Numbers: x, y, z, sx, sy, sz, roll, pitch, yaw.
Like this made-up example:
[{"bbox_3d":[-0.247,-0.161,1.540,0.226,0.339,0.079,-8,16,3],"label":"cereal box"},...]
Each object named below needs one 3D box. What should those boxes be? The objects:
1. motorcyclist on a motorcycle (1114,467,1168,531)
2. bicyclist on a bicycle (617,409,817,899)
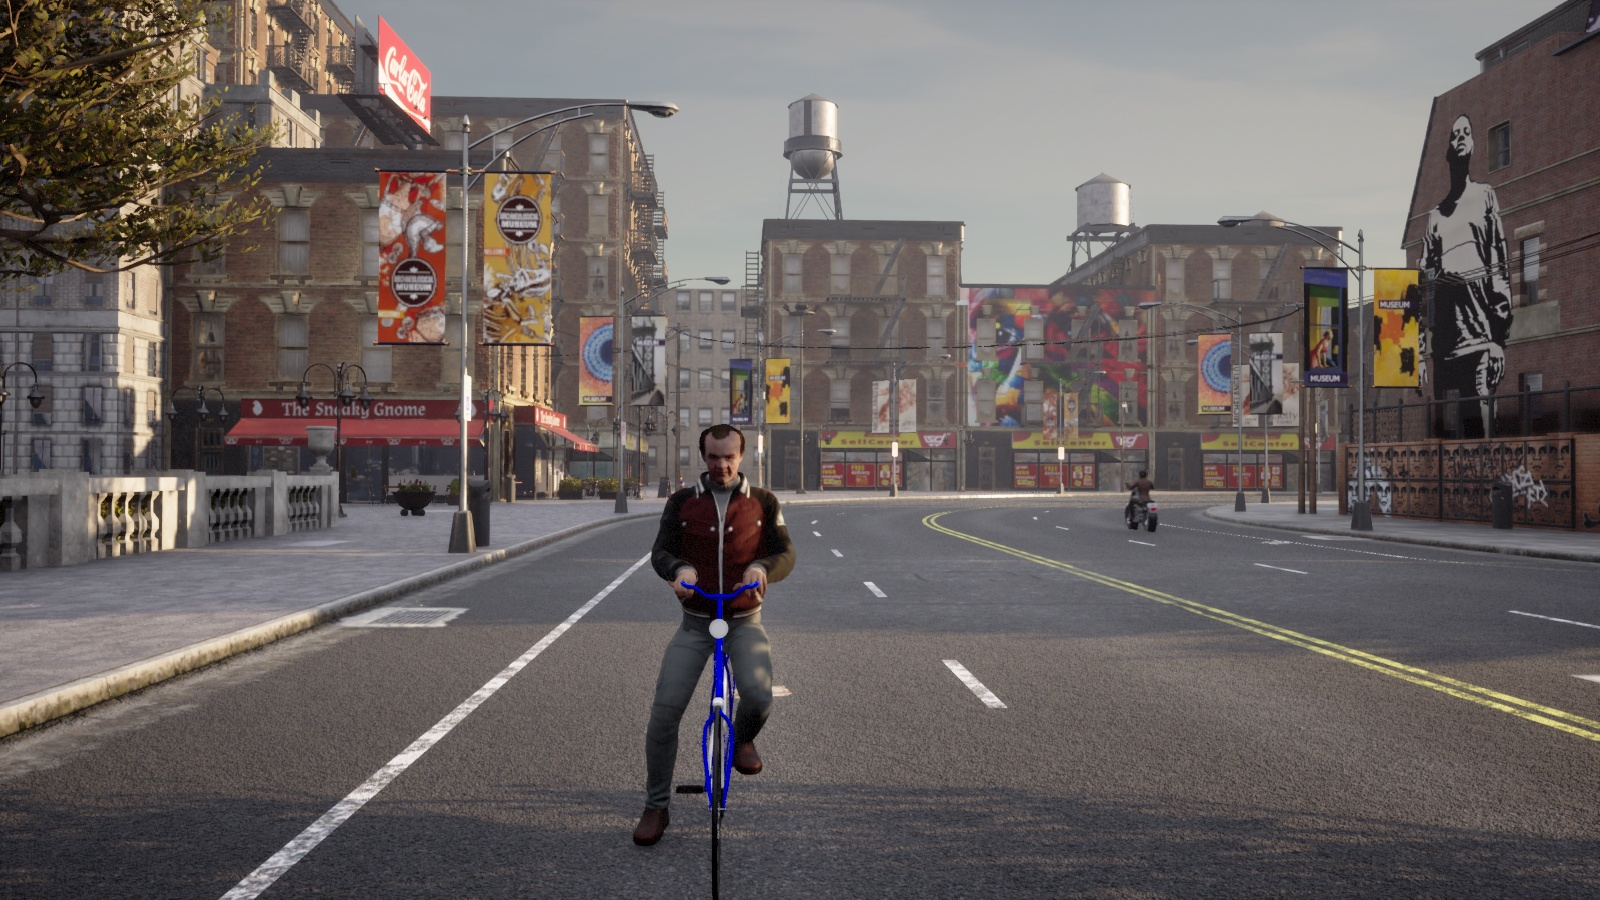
[{"bbox_3d":[9.131,1.293,33.715,0.766,1.649,2.350,0,-1,-1],"label":"motorcyclist on a motorcycle"},{"bbox_3d":[-0.317,0.772,5.098,0.659,1.776,1.843,0,-1,-3],"label":"bicyclist on a bicycle"}]
